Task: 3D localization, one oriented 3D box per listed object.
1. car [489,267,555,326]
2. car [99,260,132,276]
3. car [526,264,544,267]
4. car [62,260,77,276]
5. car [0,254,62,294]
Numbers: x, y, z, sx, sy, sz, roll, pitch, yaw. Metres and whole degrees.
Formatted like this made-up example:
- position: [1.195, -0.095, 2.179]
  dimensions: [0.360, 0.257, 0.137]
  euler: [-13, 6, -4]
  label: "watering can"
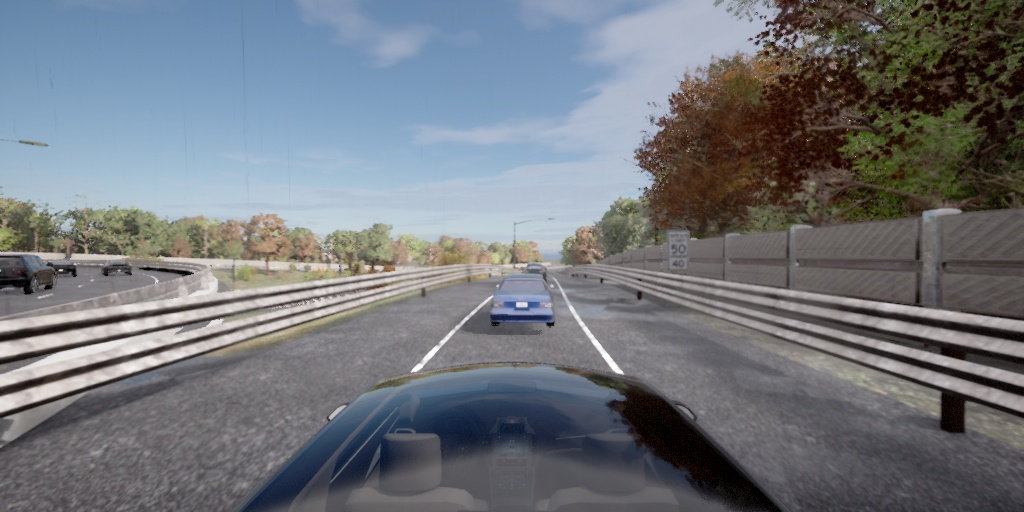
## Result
- position: [0.399, 1.271, 11.563]
  dimensions: [2.033, 1.411, 5.357]
  euler: [0, 0, 4]
  label: "car"
- position: [-39.945, 1.156, 36.176]
  dimensions: [4.892, 1.490, 1.837]
  euler: [0, 0, 38]
  label: "car"
- position: [1.767, 1.329, 28.078]
  dimensions: [1.812, 1.442, 4.674]
  euler: [0, -1, 5]
  label: "car"
- position: [-42.921, 1.134, 34.046]
  dimensions: [5.008, 1.535, 1.882]
  euler: [0, 0, 37]
  label: "car"
- position: [-26.163, 0.921, 18.757]
  dimensions: [2.150, 2.045, 5.566]
  euler: [0, 0, -42]
  label: "car"
